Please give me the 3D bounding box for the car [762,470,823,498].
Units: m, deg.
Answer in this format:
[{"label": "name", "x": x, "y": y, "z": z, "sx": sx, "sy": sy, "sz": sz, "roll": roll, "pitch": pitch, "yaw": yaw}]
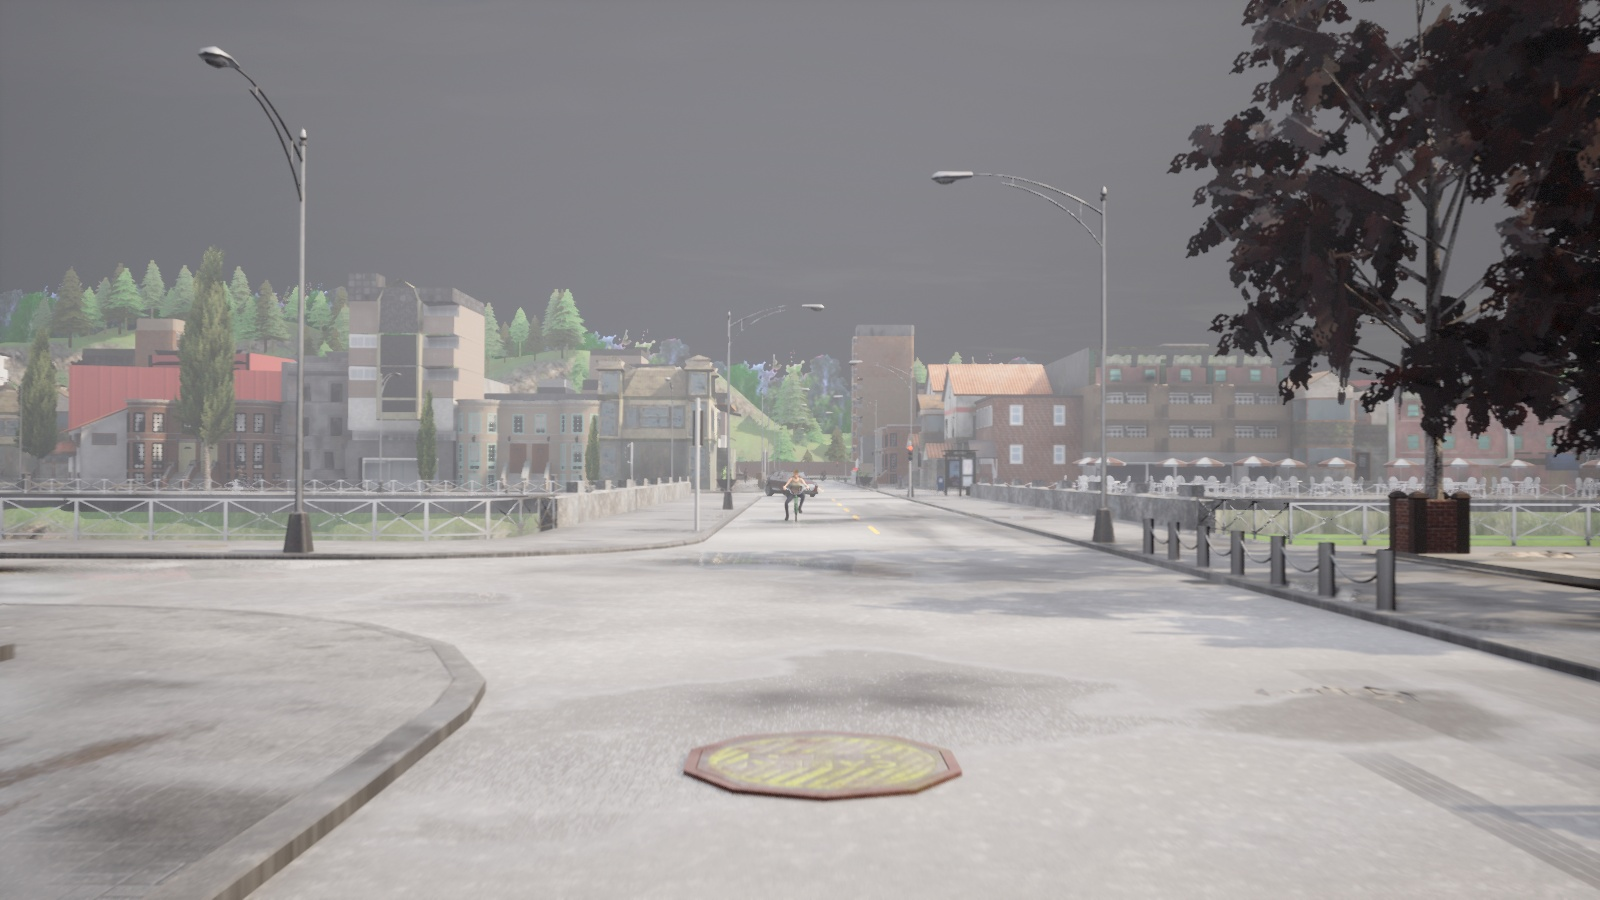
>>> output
[{"label": "car", "x": -0.516, "y": 2.017, "z": 76.021, "sx": 2.033, "sy": 1.649, "sz": 4.856, "roll": 1, "pitch": -1, "yaw": -22}]
